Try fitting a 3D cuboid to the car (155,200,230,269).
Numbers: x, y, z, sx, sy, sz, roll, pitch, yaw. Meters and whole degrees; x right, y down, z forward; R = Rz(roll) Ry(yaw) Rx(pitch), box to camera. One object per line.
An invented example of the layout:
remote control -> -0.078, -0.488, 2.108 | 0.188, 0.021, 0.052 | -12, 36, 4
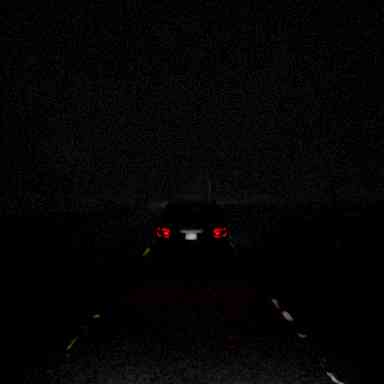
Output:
car -> 0.070, 1.280, 11.568 | 2.150, 2.045, 5.566 | 0, 0, 2
